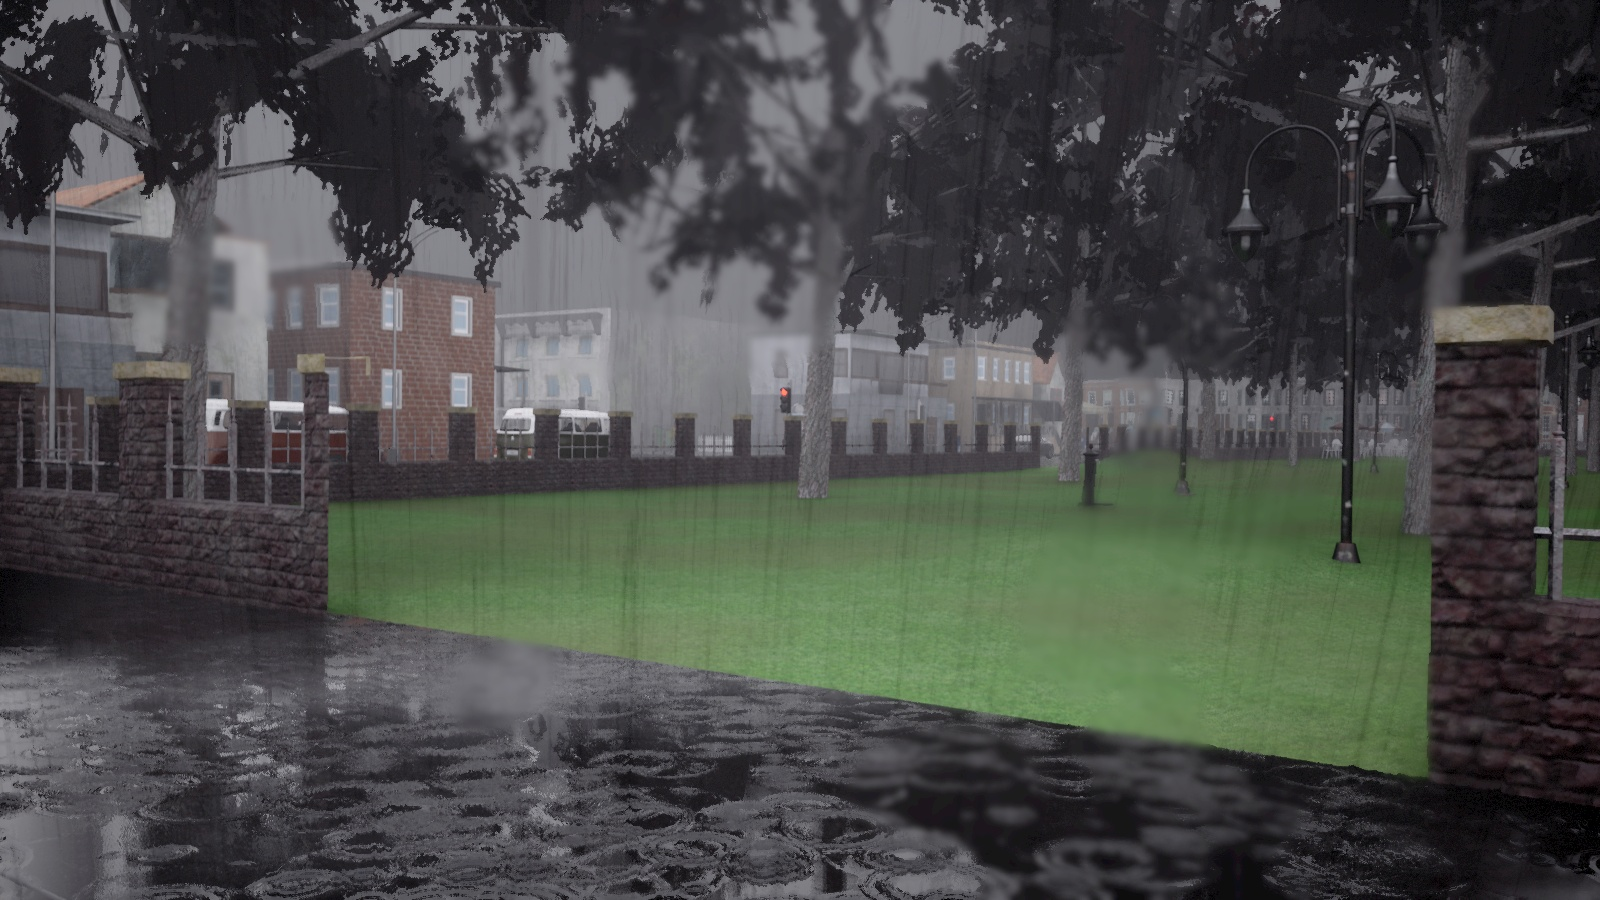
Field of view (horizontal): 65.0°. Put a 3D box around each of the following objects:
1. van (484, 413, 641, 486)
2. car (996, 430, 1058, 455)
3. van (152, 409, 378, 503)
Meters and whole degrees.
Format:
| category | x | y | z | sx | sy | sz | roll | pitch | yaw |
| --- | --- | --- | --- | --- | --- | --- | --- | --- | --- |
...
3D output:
| category | x | y | z | sx | sy | sz | roll | pitch | yaw |
| --- | --- | --- | --- | --- | --- | --- | --- | --- | --- |
| van | -7.001 | -0.062 | 37.455 | 2.069 | 2.038 | 4.480 | 0 | 1 | 33 |
| car | 13.398 | -0.453 | 73.900 | 1.812 | 1.442 | 4.674 | 0 | 1 | 35 |
| van | -12.478 | 0.095 | 29.560 | 2.069 | 2.038 | 4.480 | 0 | 1 | 33 |
